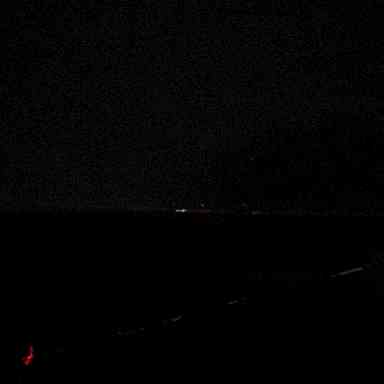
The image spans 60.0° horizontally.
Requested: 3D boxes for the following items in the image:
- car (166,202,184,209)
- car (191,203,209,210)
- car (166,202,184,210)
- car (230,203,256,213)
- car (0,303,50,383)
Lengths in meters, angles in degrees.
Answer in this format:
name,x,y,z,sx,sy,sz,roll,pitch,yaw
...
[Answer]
name,x,y,z,sx,sy,sz,roll,pitch,yaw
car,-3.916,2.932,74.746,1.882,1.535,5.008,0,-1,-33
car,1.502,2.859,66.329,1.812,1.442,4.674,0,-2,-33
car,-3.462,2.978,67.574,1.837,1.490,4.892,0,-2,-33
car,7.560,2.345,50.280,1.812,1.442,4.674,0,-2,-33
car,-3.351,1.517,1.621,4.902,1.511,2.128,-1,1,-35
